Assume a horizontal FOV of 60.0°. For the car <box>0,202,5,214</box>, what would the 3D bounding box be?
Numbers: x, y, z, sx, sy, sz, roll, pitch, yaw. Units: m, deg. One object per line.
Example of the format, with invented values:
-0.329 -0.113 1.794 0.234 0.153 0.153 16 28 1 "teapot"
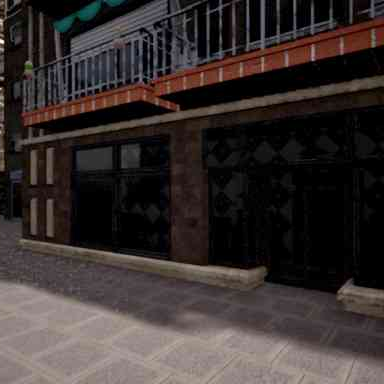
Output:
-19.362 1.302 30.038 1.967 1.590 4.097 0 1 36 "car"
